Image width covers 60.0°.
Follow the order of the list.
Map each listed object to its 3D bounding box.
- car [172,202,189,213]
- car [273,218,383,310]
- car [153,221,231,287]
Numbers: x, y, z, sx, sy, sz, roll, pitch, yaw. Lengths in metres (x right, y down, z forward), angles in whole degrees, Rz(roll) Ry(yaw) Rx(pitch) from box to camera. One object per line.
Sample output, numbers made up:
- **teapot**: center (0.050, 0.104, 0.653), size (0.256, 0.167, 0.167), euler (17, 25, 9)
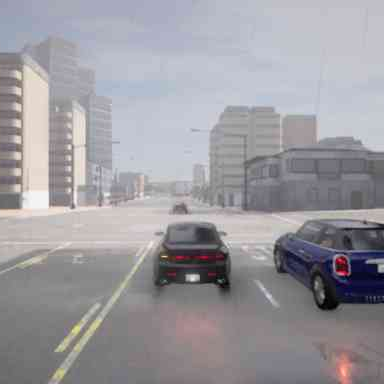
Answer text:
- **car**: center (-1.545, 1.962, 42.664), size (1.812, 1.442, 4.674), euler (0, -1, -3)
- **car**: center (3.495, 1.416, 8.145), size (2.097, 1.767, 4.553), euler (0, 0, -1)
- **car**: center (-0.026, 1.582, 9.536), size (1.837, 1.490, 4.892), euler (0, 0, -1)
